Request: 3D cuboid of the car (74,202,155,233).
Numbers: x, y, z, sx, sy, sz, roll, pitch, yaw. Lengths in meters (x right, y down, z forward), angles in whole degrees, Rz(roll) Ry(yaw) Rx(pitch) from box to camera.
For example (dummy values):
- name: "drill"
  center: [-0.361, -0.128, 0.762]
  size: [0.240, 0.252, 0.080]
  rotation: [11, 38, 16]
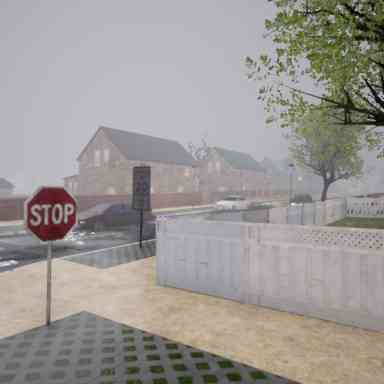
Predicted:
- name: "car"
  center: [-4.365, 1.290, 18.309]
  size: [2.033, 1.411, 5.357]
  rotation: [2, 2, 35]

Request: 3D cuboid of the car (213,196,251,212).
- name: "car"
  center: [3.728, 1.056, 29.761]
  size: [1.812, 1.442, 4.674]
  rotation: [2, 2, 35]

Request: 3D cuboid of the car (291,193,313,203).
- name: "car"
  center: [15.175, 0.808, 45.806]
  size: [1.994, 1.385, 4.181]
  rotation: [2, 2, 35]
